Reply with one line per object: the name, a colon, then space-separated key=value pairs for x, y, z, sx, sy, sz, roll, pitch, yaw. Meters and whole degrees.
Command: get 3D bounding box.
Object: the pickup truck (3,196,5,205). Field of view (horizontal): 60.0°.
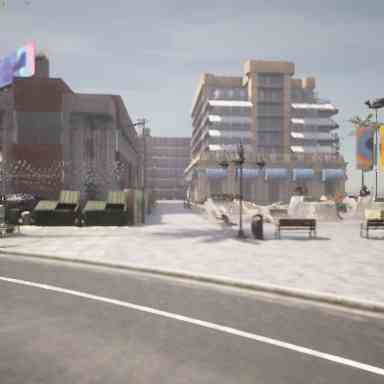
pickup truck: x=-16.251 y=1.228 z=31.379 sx=2.390 sy=2.098 sz=6.274 roll=0 pitch=0 yaw=-5
